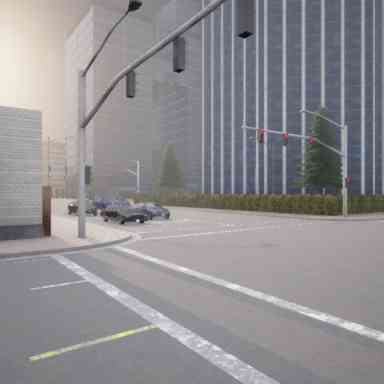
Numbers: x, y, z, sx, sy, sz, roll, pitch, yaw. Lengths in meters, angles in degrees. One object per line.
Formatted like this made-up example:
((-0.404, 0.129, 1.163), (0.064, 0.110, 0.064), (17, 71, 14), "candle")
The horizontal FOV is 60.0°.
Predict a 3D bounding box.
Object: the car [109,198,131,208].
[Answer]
((-11.270, 1.619, 51.878), (1.994, 1.385, 4.181), (0, 0, -36), "car")

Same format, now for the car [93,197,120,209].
((-12.198, 1.547, 47.172), (2.128, 1.511, 4.902), (0, 0, -36), "car")

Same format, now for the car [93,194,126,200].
((-9.368, 1.277, 36.922), (2.150, 2.045, 5.566), (0, 0, -36), "car")

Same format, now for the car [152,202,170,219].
((-3.705, 1.581, 29.051), (1.812, 1.442, 4.674), (0, 0, -36), "car")

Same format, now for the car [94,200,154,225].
((-5.299, 1.603, 25.237), (2.033, 1.411, 5.357), (0, 0, -36), "car")

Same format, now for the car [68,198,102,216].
((-10.970, 1.560, 33.146), (1.837, 1.490, 4.892), (0, 0, -36), "car")
